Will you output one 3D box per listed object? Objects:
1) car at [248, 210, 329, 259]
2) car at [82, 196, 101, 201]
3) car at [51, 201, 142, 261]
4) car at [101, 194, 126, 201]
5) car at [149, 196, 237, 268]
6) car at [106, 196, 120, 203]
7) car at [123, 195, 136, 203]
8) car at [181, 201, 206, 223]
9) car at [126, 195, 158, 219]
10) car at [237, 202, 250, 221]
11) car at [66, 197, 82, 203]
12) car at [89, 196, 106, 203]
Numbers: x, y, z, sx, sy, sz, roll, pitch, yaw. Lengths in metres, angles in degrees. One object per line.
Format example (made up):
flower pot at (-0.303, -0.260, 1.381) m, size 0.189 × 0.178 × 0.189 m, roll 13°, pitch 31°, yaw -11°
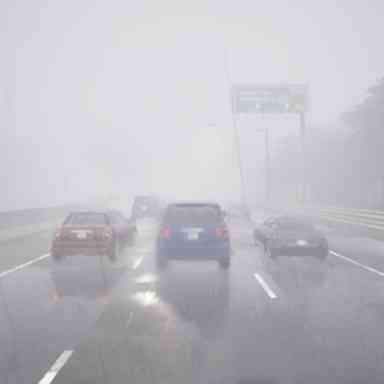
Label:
car at (3.573, 1.601, 12.732) m, size 1.994 × 1.385 × 4.181 m, roll 0°, pitch 0°, yaw 1°
car at (-17.155, 1.568, 58.405) m, size 1.882 × 1.535 × 5.008 m, roll 0°, pitch 0°, yaw 1°
car at (-3.430, 1.387, 12.543) m, size 2.097 × 1.767 × 4.553 m, roll 0°, pitch 0°, yaw 1°
car at (-13.654, 1.312, 58.321) m, size 2.150 × 2.045 × 5.566 m, roll 0°, pitch 0°, yaw 1°
car at (0.056, 1.257, 11.489) m, size 2.150 × 2.045 × 5.566 m, roll 0°, pitch 0°, yaw 1°
car at (-16.930, 1.617, 71.727) m, size 1.812 × 1.442 × 4.674 m, roll 0°, pitch 0°, yaw 1°
car at (-13.430, 1.449, 71.701) m, size 2.097 × 1.767 × 4.553 m, roll 0°, pitch 0°, yaw 1°
car at (0.142, 1.563, 27.608) m, size 1.837 × 1.490 × 4.892 m, roll 0°, pitch 0°, yaw 1°
car at (-3.375, 1.278, 26.477) m, size 2.150 × 2.045 × 5.566 m, roll 0°, pitch 0°, yaw 1°
car at (3.642, 1.548, 27.550) m, size 2.128 × 1.511 × 4.902 m, roll 0°, pitch 0°, yaw 1°
car at (-20.625, 1.638, 59.065) m, size 2.033 × 1.411 × 5.357 m, roll 0°, pitch 0°, yaw 1°
car at (-20.423, 1.631, 72.198) m, size 2.033 × 1.411 × 5.357 m, roll 0°, pitch 0°, yaw 1°
